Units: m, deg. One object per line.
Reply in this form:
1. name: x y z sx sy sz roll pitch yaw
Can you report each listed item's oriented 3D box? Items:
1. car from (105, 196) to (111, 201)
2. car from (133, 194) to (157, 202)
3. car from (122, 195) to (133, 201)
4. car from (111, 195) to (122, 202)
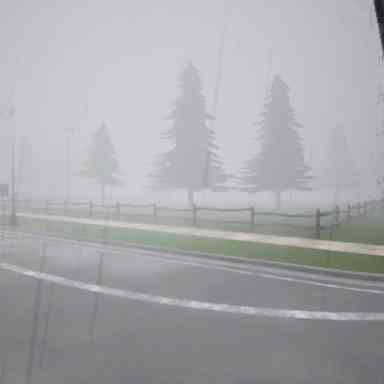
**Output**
1. car: -18.286 1.447 77.404 1.994 1.385 4.181 0 0 35
2. car: -9.679 1.267 71.390 2.097 1.767 4.553 0 0 35
3. car: -12.577 1.501 73.354 1.895 1.301 4.718 0 0 35
4. car: -15.423 1.425 75.391 1.812 1.442 4.674 0 0 35
